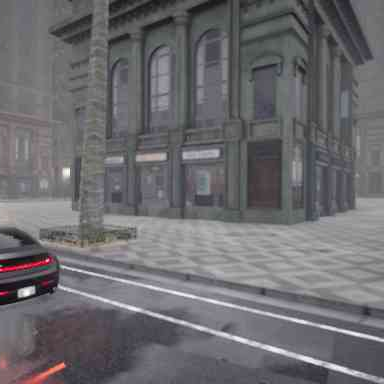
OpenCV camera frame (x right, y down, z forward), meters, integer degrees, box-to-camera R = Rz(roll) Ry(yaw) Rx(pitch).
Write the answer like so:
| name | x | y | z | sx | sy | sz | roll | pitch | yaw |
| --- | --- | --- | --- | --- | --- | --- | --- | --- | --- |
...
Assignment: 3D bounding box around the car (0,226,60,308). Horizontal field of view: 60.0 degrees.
| name | x | y | z | sx | sy | sz | roll | pitch | yaw |
| --- | --- | --- | --- | --- | --- | --- | --- | --- | --- |
| car | -4.808 | 1.470 | 7.116 | 4.892 | 1.490 | 1.837 | 0 | 0 | 36 |
